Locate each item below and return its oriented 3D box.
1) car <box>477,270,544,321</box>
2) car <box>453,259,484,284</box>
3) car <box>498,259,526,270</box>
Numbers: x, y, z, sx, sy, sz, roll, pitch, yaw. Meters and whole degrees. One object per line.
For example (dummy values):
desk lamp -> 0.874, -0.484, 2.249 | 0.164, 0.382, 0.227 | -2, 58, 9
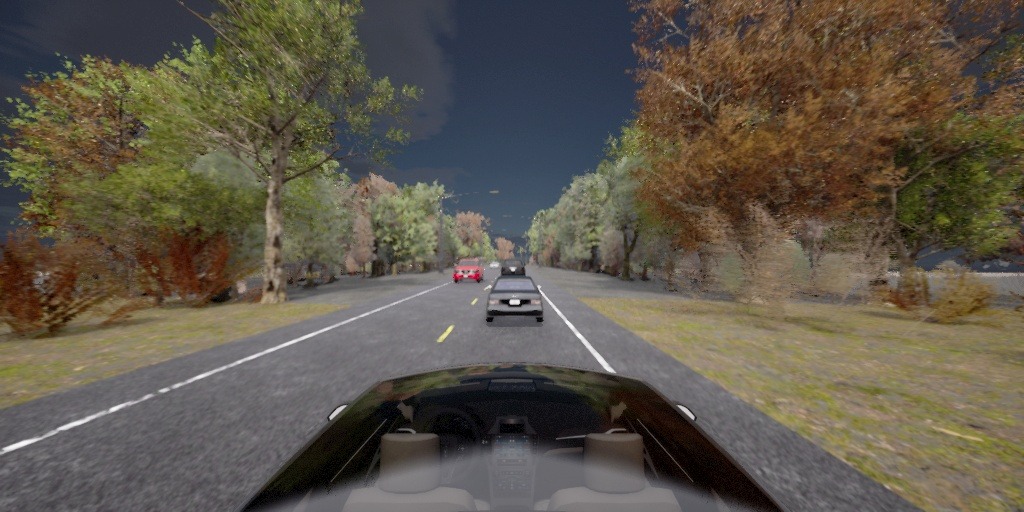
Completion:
car -> 0.090, 1.400, 12.839 | 2.033, 1.411, 5.357 | 0, -1, 0
car -> -3.604, 1.237, 30.660 | 2.150, 2.045, 5.566 | 0, -1, 0
car -> 0.093, 1.255, 32.482 | 2.150, 2.045, 5.566 | 0, -1, 0
